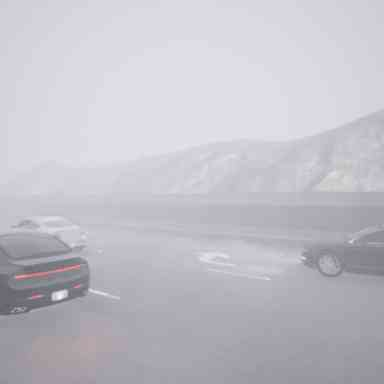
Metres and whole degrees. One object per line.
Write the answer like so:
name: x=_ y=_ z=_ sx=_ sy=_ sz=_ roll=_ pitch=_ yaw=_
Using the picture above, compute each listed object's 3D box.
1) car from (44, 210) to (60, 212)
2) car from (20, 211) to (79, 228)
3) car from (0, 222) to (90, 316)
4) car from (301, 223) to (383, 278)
car: x=-9.022 y=1.820 z=20.576 sx=4.181 sy=1.385 sz=1.994 roll=-1 pitch=-1 yaw=41
car: x=-6.078 y=1.694 z=13.447 sx=4.674 sy=1.442 sz=1.812 roll=-1 pitch=-1 yaw=40
car: x=-4.237 y=1.603 z=7.386 sx=4.892 sy=1.490 sz=1.837 roll=-1 pitch=-1 yaw=38
car: x=5.409 y=1.566 z=8.815 sx=4.892 sy=1.490 sz=1.837 roll=-1 pitch=0 yaw=36
